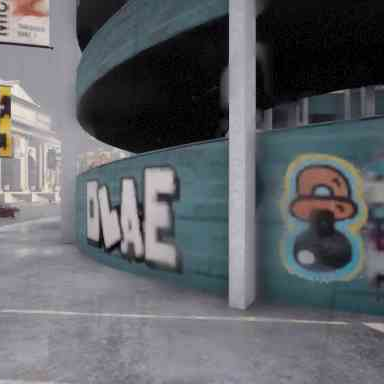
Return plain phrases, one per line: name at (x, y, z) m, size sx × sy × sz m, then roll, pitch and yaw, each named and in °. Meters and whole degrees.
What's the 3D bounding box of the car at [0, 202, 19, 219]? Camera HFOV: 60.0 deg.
car at (-15.772, 1.480, 26.518) m, size 1.882 × 1.535 × 5.008 m, roll 0°, pitch 0°, yaw 1°
